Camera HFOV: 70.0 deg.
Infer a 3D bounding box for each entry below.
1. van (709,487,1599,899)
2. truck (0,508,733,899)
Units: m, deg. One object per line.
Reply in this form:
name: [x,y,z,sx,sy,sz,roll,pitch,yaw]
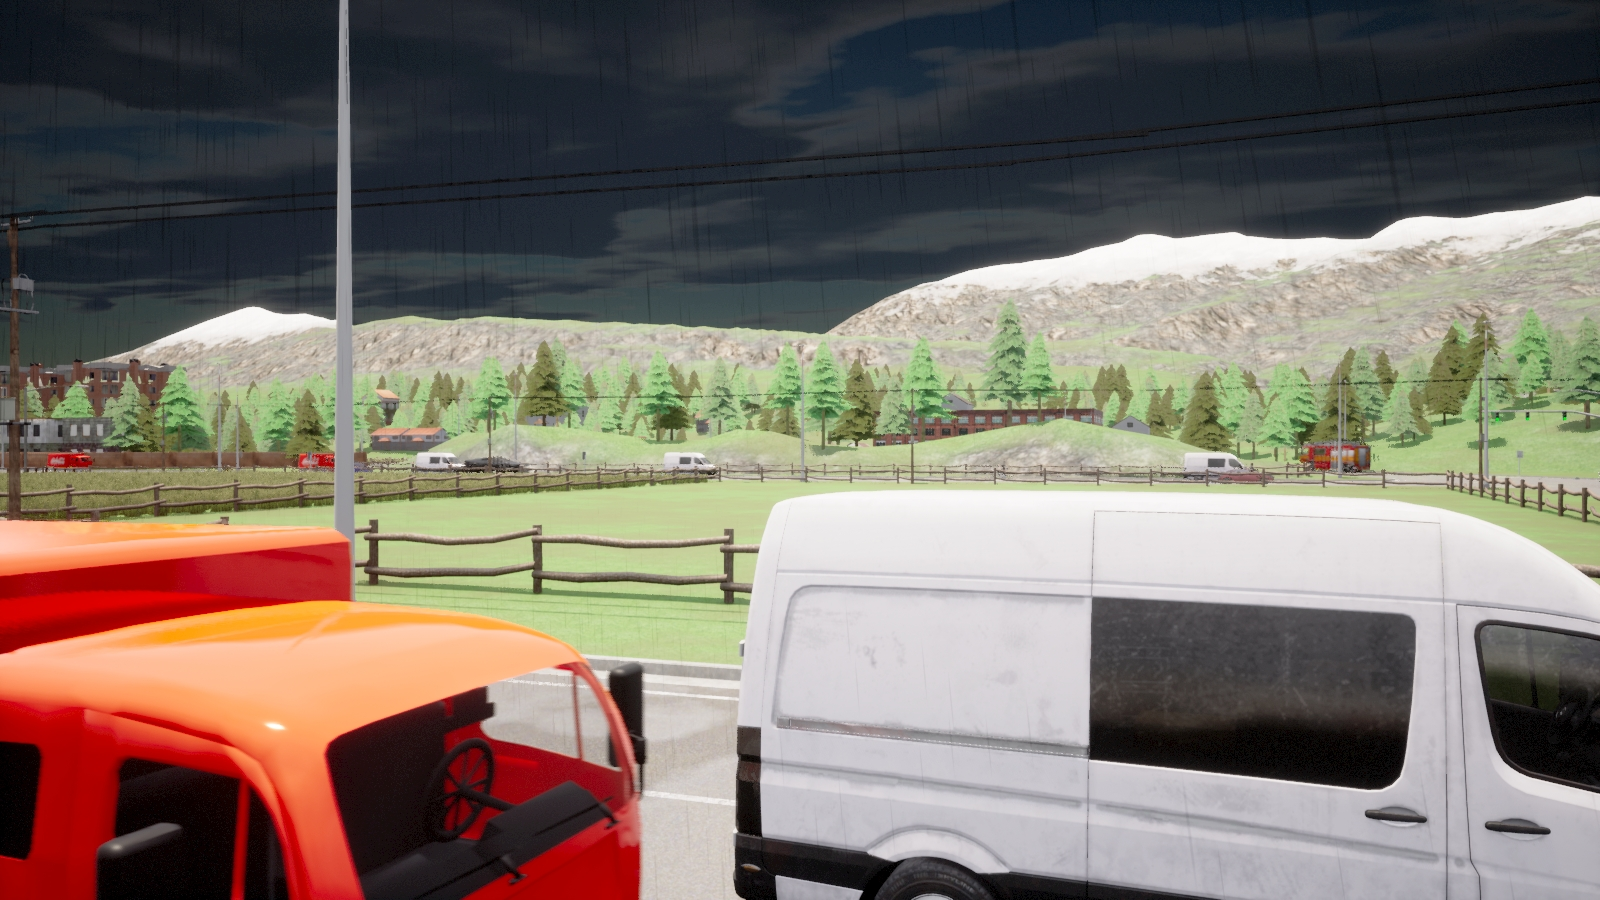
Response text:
van: [2.633,1.535,6.060,5.915,2.561,1.988,0,0,20]
truck: [-3.189,1.571,4.627,5.204,2.467,2.627,0,0,22]
